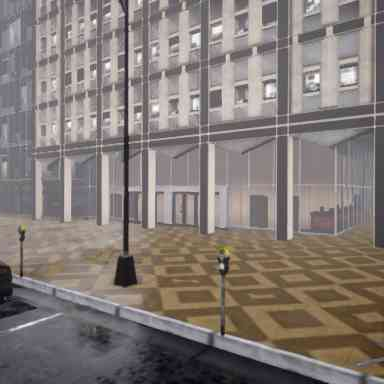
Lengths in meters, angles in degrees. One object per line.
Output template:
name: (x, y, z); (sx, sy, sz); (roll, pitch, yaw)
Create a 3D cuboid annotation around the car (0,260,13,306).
car: (-5.267, 1.550, 6.627); (4.403, 1.369, 2.008); (0, 0, 36)
